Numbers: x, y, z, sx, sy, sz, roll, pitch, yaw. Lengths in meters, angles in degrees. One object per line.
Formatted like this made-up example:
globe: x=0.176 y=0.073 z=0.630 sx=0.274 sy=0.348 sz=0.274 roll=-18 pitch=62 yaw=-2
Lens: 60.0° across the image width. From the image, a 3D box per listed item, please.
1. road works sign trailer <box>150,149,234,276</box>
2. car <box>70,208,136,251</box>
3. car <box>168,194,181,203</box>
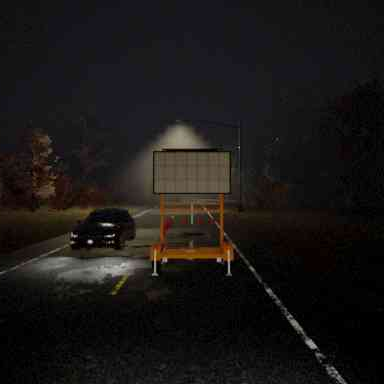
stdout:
road works sign trailer: x=0.000 y=0.464 z=10.349 sx=2.380 sy=3.560 sz=2.880 roll=0 pitch=0 yaw=0
car: x=-3.600 y=1.504 z=14.178 sx=1.837 sy=1.490 sz=4.892 roll=0 pitch=0 yaw=0
car: x=-3.490 y=1.226 z=67.185 sx=2.150 sy=2.045 sz=5.566 roll=0 pitch=0 yaw=0
